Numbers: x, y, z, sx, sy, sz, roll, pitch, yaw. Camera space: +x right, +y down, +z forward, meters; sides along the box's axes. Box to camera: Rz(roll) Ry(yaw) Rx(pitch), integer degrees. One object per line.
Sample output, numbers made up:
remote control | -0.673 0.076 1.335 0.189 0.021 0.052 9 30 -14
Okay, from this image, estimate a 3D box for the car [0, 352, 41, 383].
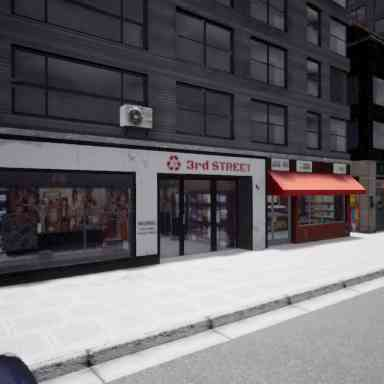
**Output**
car | -2.664 1.564 1.166 4.181 1.385 1.994 0 0 -36
